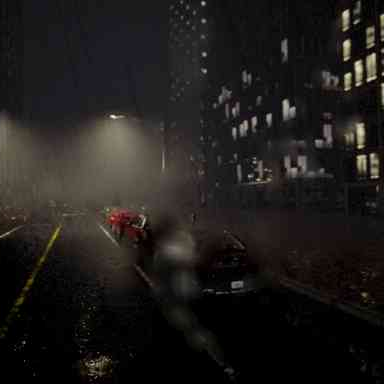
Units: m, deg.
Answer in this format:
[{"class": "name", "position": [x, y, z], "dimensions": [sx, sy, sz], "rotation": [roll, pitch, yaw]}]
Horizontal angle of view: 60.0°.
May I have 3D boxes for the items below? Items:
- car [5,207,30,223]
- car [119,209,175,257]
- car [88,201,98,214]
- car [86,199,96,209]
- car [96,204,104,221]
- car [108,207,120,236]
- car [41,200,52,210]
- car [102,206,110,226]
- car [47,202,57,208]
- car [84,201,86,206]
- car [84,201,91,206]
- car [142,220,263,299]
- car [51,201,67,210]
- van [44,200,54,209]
[{"class": "car", "position": [-17.133, 2.211, 32.781], "dimensions": [1.887, 1.381, 4.507], "rotation": [0, -1, -19]}, {"class": "car", "position": [-1.697, 1.626, 14.059], "dimensions": [1.967, 1.590, 4.097], "rotation": [0, -1, -19]}, {"class": "car", "position": [-12.977, 2.311, 46.268], "dimensions": [1.947, 1.339, 4.313], "rotation": [0, -1, -19]}, {"class": "car", "position": [-16.795, 2.461, 57.166], "dimensions": [1.752, 1.417, 4.829], "rotation": [0, -1, -19]}, {"class": "car", "position": [-7.336, 2.015, 30.163], "dimensions": [2.008, 1.369, 4.403], "rotation": [0, -1, -19]}, {"class": "car", "position": [-3.576, 1.823, 19.426], "dimensions": [1.887, 1.381, 4.507], "rotation": [0, -1, -19]}, {"class": "car", "position": [-28.415, 2.782, 64.992], "dimensions": [2.008, 1.369, 4.403], "rotation": [0, -1, -19]}, {"class": "car", "position": [-5.456, 1.953, 24.795], "dimensions": [1.802, 1.307, 4.206], "rotation": [0, -1, -19]}, {"class": "car", "position": [-34.057, 3.068, 81.098], "dimensions": [2.008, 1.369, 4.403], "rotation": [0, -1, -19]}, {"class": "car", "position": [-20.502, 2.437, 67.745], "dimensions": [2.192, 1.841, 5.009], "rotation": [0, -1, -19]}, {"class": "car", "position": [-28.021, 3.087, 89.215], "dimensions": [1.802, 1.307, 4.206], "rotation": [0, -1, -19]}, {"class": "car", "position": [0.185, 1.645, 8.690], "dimensions": [2.008, 1.369, 4.403], "rotation": [0, -1, -19]}, {"class": "car", "position": [-24.733, 2.489, 62.588], "dimensions": [2.097, 1.767, 4.553], "rotation": [-1, -1, -19]}, {"class": "van", "position": [-30.298, 2.667, 70.364], "dimensions": [1.690, 1.788, 3.998], "rotation": [0, -1, -19]}]
